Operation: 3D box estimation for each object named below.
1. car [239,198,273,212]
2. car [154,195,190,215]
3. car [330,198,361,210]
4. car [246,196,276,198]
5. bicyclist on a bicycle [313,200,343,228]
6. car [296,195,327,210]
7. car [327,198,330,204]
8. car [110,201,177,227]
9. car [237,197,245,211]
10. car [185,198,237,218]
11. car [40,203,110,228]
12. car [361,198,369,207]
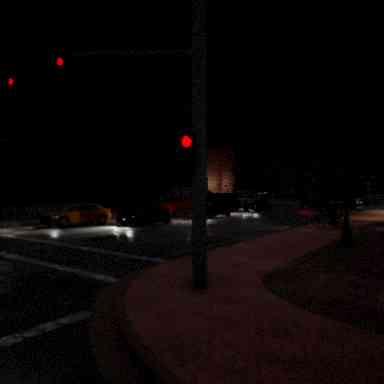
[{"bbox_3d":[7.681,1.645,38.648,1.895,1.301,4.718,0,0,36],"label":"car"},{"bbox_3d":[-2.116,1.274,31.131,2.150,2.045,5.566,0,0,36],"label":"car"},{"bbox_3d":[20.229,1.518,43.710,2.128,1.511,4.902,0,0,36],"label":"car"},{"bbox_3d":[9.853,1.617,47.541,1.994,1.385,4.181,0,0,37],"label":"car"},{"bbox_3d":[7.960,1.315,19.505,1.656,1.620,0.582,-1,0,36],"label":"bicyclist on a bicycle"},{"bbox_3d":[15.608,1.540,43.399,1.837,1.490,4.892,0,0,37],"label":"car"},{"bbox_3d":[21.662,1.583,51.817,2.033,1.411,5.357,0,0,36],"label":"car"},{"bbox_3d":[-3.320,1.606,23.511,1.994,1.385,4.181,0,0,36],"label":"car"},{"bbox_3d":[3.909,1.600,39.426,2.033,1.411,5.357,0,0,36],"label":"car"},{"bbox_3d":[1.841,1.521,30.624,1.882,1.535,5.008,0,0,36],"label":"car"},{"bbox_3d":[-7.955,1.529,23.096,1.882,1.535,5.008,0,0,36],"label":"car"},{"bbox_3d":[26.336,1.575,52.127,2.033,1.411,5.357,0,0,36],"label":"car"}]
